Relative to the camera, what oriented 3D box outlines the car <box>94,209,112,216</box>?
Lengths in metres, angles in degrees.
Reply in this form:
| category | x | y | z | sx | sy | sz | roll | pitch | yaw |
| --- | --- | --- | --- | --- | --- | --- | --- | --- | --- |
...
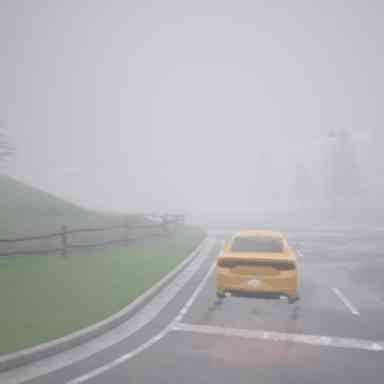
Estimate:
| category | x | y | z | sx | sy | sz | roll | pitch | yaw |
| --- | --- | --- | --- | --- | --- | --- | --- | --- | --- |
| car | -20.519 | 4.756 | 77.361 | 4.892 | 1.490 | 1.837 | -2 | -2 | 28 |

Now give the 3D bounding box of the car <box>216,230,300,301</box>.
| category | x | y | z | sx | sy | sz | roll | pitch | yaw |
| --- | --- | --- | --- | --- | --- | --- | --- | --- | --- |
| car | 1.906 | 1.814 | 9.334 | 1.882 | 1.535 | 5.008 | -1 | -2 | 14 |
